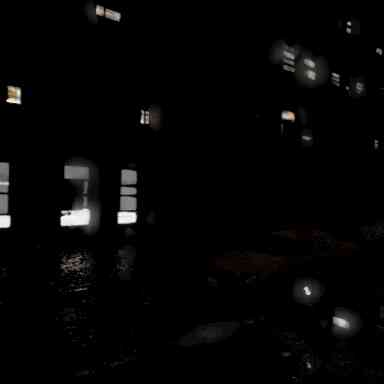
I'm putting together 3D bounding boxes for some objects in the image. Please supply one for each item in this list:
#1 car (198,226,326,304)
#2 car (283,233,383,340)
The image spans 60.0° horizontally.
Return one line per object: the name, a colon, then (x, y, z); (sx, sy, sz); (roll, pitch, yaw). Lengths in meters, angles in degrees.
car: (2.387, 1.554, 8.248); (4.829, 1.417, 1.752); (0, 1, -35)
car: (4.407, 1.580, 6.518); (5.357, 1.411, 2.033); (0, 0, -35)
